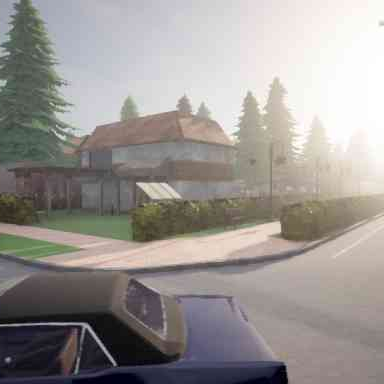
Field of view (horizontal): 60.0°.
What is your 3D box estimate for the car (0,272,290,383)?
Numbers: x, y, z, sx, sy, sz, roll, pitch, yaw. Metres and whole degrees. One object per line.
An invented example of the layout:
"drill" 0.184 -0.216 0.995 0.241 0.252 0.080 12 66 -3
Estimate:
"car" -1.633 1.585 3.273 4.718 1.301 1.895 0 1 -7
